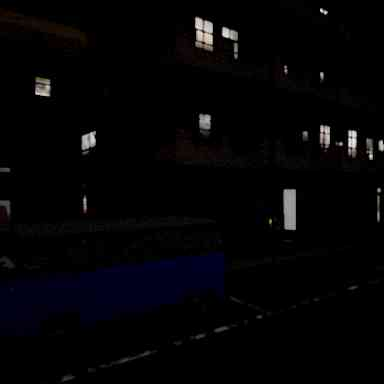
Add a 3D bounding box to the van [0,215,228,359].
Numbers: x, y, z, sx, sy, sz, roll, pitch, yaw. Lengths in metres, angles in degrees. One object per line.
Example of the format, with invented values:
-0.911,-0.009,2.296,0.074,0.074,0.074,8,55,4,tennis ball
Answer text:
-1.257,1.339,5.671,3.998,1.788,1.690,0,0,-35,van
